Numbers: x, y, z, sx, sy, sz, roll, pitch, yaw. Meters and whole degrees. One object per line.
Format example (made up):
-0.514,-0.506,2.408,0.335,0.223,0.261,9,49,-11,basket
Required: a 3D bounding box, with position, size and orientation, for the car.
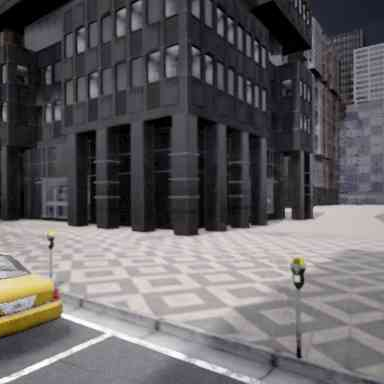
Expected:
-4.328,1.582,6.040,4.829,1.417,1.752,-1,0,35,car
